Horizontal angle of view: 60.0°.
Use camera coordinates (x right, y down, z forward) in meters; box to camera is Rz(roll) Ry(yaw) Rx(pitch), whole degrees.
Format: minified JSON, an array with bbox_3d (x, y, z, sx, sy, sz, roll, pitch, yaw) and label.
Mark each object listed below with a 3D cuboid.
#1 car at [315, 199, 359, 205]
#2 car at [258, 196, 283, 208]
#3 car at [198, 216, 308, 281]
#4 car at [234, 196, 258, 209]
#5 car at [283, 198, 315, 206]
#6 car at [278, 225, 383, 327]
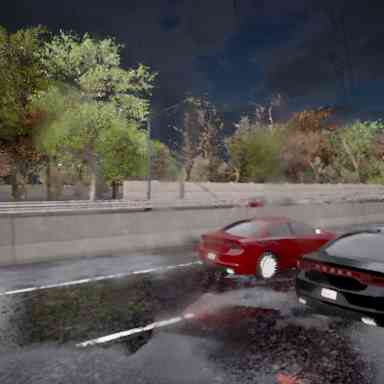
[{"bbox_3d":[14.063,1.416,31.216,4.892,1.490,1.837,0,0,-35],"label":"car"},{"bbox_3d":[9.964,1.416,36.889,4.892,1.490,1.837,0,0,-35],"label":"car"},{"bbox_3d":[2.515,1.452,9.847,5.008,1.535,1.882,0,0,-35],"label":"car"},{"bbox_3d":[7.035,1.266,38.893,4.553,1.767,2.097,0,0,-37],"label":"car"},{"bbox_3d":[11.782,1.437,33.889,4.674,1.442,1.812,0,0,-35],"label":"car"},{"bbox_3d":[4.208,1.454,6.757,5.008,1.535,1.882,-1,0,-35],"label":"car"}]
